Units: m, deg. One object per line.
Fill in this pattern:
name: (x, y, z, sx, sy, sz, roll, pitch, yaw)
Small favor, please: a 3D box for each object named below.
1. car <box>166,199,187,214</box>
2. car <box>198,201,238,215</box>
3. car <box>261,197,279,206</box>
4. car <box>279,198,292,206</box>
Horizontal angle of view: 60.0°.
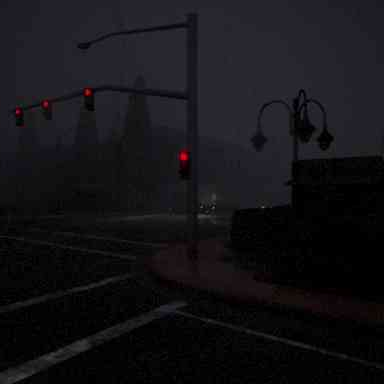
car: (-0.688, 1.492, 35.276, 2.128, 1.511, 4.902, 0, 0, 37)
car: (2.801, 1.601, 34.091, 1.895, 1.301, 4.718, 0, 0, 37)
car: (12.935, 1.548, 53.202, 2.033, 1.411, 5.357, 0, 0, 37)
car: (15.864, 1.548, 51.269, 2.033, 1.411, 5.357, 0, 0, 37)
